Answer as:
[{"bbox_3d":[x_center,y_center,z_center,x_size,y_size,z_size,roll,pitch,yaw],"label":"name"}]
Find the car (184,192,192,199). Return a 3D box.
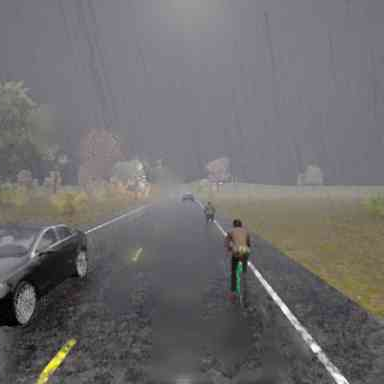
[{"bbox_3d":[-0.911,0.674,73.837,1.837,1.490,4.892,0,1,-1],"label":"car"}]

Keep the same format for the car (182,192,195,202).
[{"bbox_3d":[-0.576,0.867,56.867,1.837,1.490,4.892,0,0,-1],"label":"car"}]

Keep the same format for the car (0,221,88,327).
[{"bbox_3d":[-3.635,1.414,6.925,2.128,1.511,4.902,0,1,0],"label":"car"}]

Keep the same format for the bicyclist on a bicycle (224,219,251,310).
[{"bbox_3d":[0.931,1.378,6.669,0.582,1.620,1.656,0,0,0],"label":"bicyclist on a bicycle"}]

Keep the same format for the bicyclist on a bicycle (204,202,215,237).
[{"bbox_3d":[0.849,1.279,15.686,0.582,1.620,1.656,0,0,-1],"label":"bicyclist on a bicycle"}]
